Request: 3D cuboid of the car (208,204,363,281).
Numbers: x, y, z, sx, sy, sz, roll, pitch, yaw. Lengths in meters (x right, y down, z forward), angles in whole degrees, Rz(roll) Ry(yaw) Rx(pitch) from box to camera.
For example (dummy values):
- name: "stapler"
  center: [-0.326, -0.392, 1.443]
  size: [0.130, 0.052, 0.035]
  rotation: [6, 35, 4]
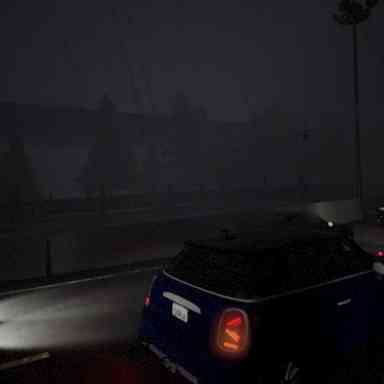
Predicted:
- name: "car"
  center: [3.067, 1.311, 10.303]
  size: [5.008, 1.535, 1.882]
  rotation: [-3, 2, -36]

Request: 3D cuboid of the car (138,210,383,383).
- name: "car"
  center: [1.591, 1.308, 4.915]
  size: [4.553, 1.767, 2.097]
  rotation: [-1, 1, -36]

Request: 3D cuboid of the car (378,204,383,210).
- name: "car"
  center: [10.688, 0.845, 15.825]
  size: [4.902, 1.511, 2.128]
  rotation: [-4, 2, -36]
